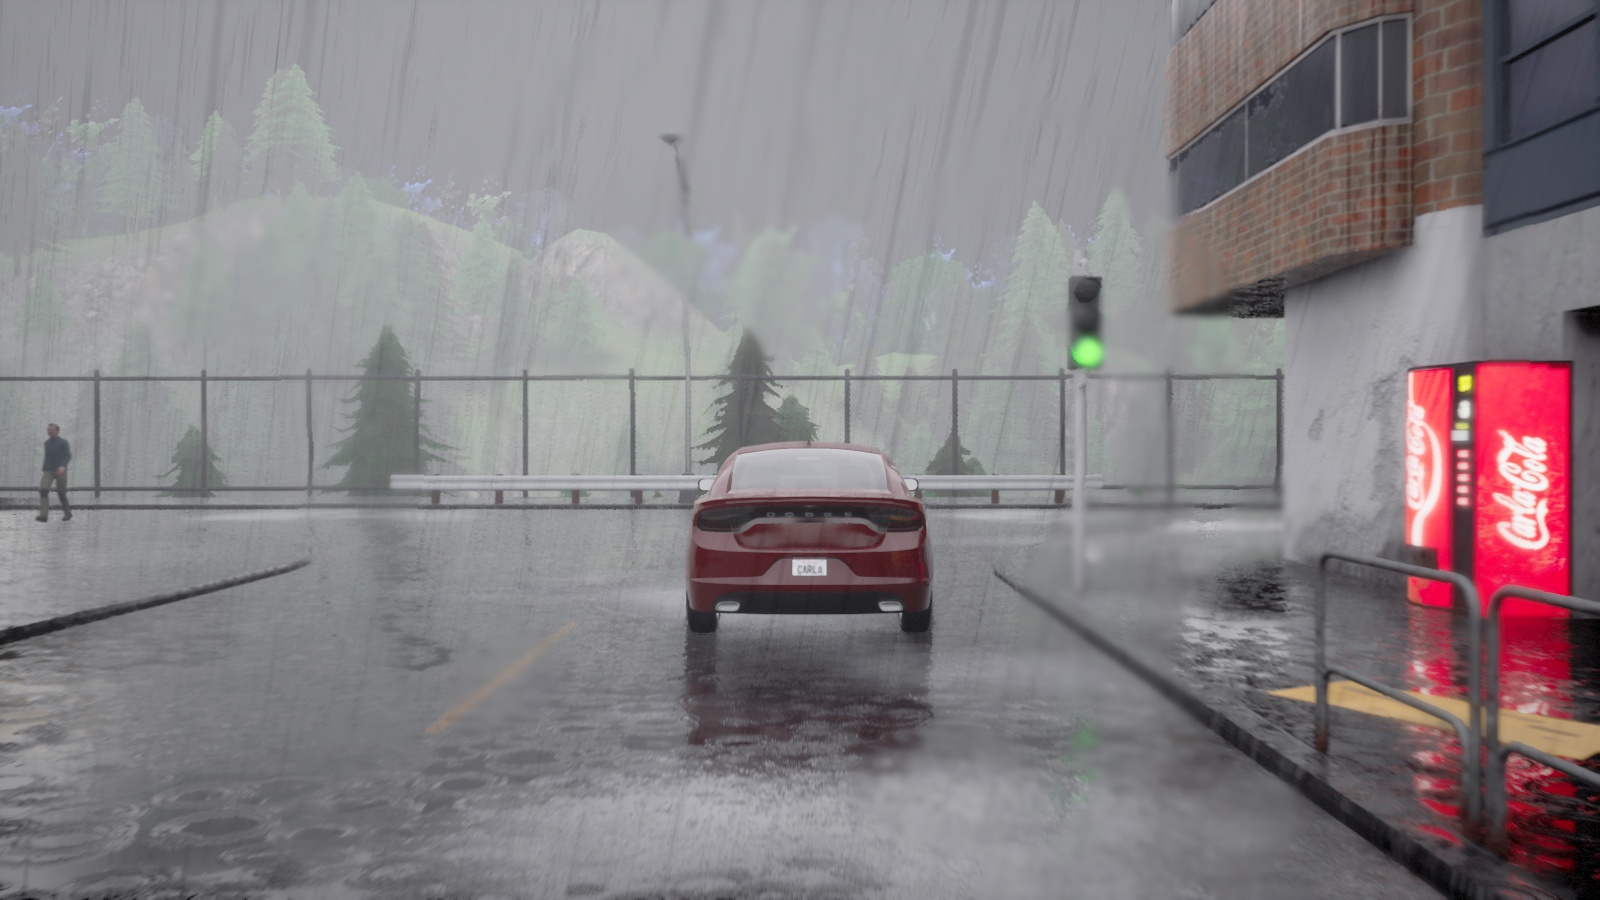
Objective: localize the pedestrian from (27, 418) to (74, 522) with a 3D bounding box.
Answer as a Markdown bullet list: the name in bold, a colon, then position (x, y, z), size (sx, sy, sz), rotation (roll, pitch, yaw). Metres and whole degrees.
- **pedestrian**: position (-13.488, 0.348, 22.620), size (0.402, 1.842, 0.726), rotation (0, 0, 1)

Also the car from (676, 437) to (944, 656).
- **car**: position (0.073, 0.660, 11.318), size (1.882, 1.535, 5.008), rotation (0, 0, 0)
